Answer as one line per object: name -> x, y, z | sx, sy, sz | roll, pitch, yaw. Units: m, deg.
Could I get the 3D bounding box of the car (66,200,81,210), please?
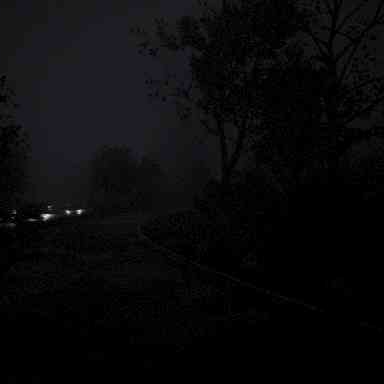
car -> -18.261, 1.902, 51.038 | 1.882, 1.535, 5.008 | 0, 0, -23

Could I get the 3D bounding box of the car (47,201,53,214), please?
car -> -18.539, 1.898, 41.277 | 1.837, 1.490, 4.892 | 1, 0, -13

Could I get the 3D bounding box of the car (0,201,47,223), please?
car -> -14.596, 1.591, 27.930 | 2.097, 1.767, 4.553 | 0, -1, 4
